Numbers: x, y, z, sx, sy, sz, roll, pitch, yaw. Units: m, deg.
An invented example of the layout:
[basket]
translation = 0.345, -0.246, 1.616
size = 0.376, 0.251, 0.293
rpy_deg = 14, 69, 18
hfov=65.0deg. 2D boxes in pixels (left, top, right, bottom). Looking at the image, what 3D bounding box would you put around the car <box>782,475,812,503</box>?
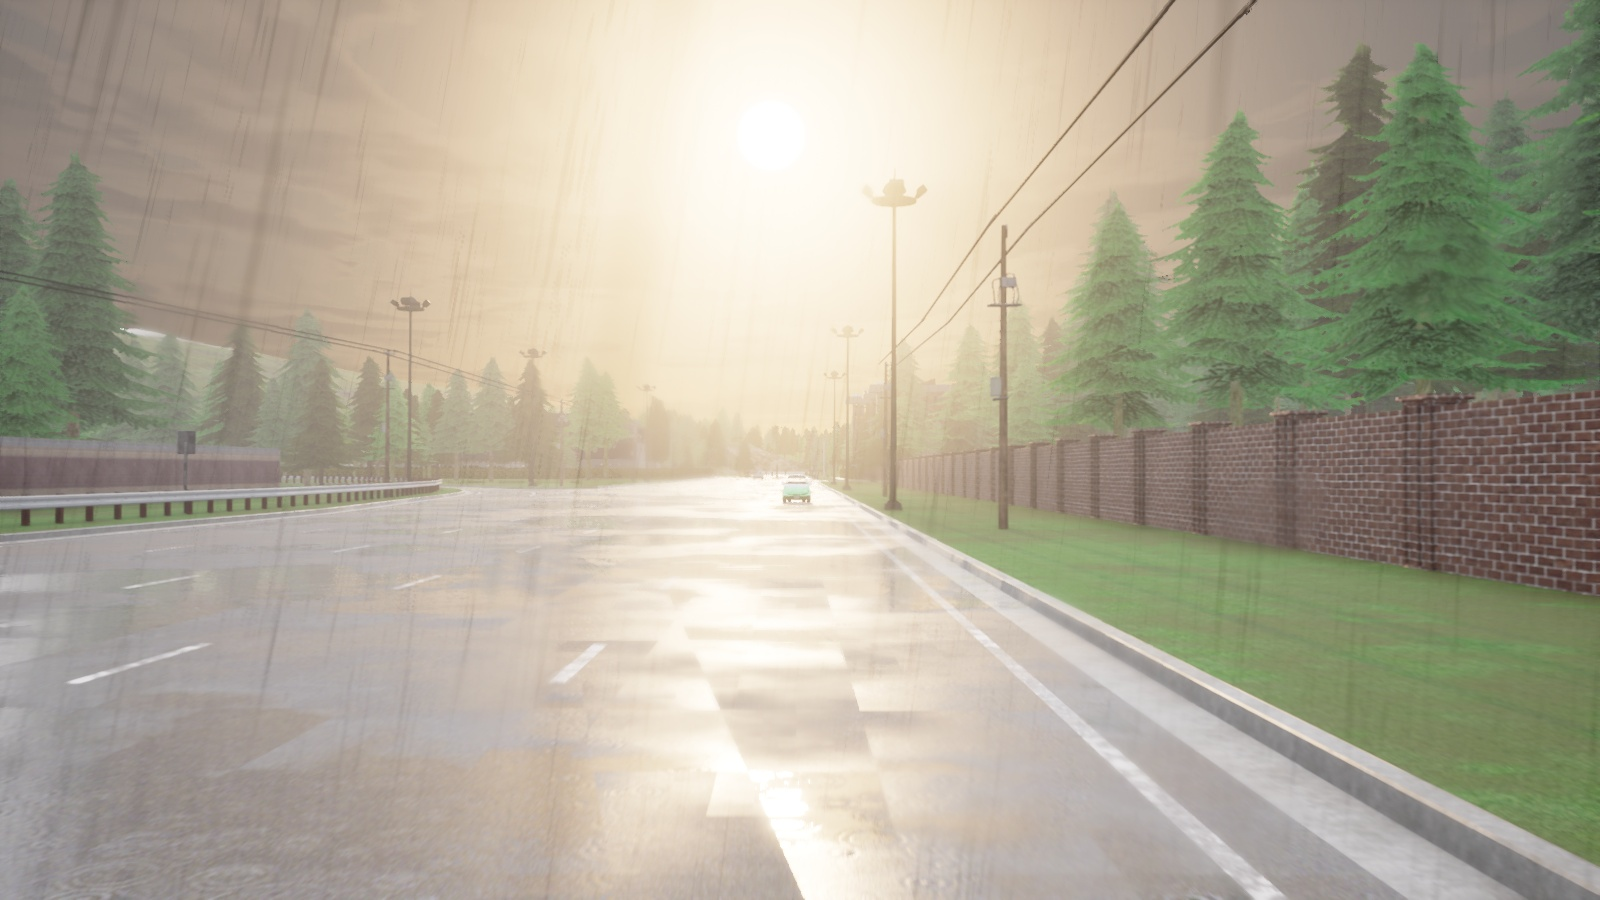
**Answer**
[car]
translation = -0.149, 1.909, 62.090
size = 1.481, 1.376, 2.207
rpy_deg = 0, -1, 0
